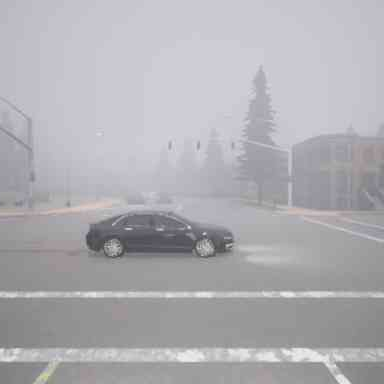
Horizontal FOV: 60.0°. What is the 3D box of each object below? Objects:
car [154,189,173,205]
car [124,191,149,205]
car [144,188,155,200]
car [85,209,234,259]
[{"bbox_3d":[-3.579,0.700,43.904,2.097,1.767,4.553,0,1,-4],"label":"car"},{"bbox_3d":[-6.944,0.942,41.848,1.994,1.385,4.181,0,1,-3],"label":"car"},{"bbox_3d":[-7.417,0.321,60.453,2.150,2.045,5.566,0,1,-24],"label":"car"},{"bbox_3d":[-1.051,1.363,11.214,4.892,1.490,1.837,0,1,0],"label":"car"}]
